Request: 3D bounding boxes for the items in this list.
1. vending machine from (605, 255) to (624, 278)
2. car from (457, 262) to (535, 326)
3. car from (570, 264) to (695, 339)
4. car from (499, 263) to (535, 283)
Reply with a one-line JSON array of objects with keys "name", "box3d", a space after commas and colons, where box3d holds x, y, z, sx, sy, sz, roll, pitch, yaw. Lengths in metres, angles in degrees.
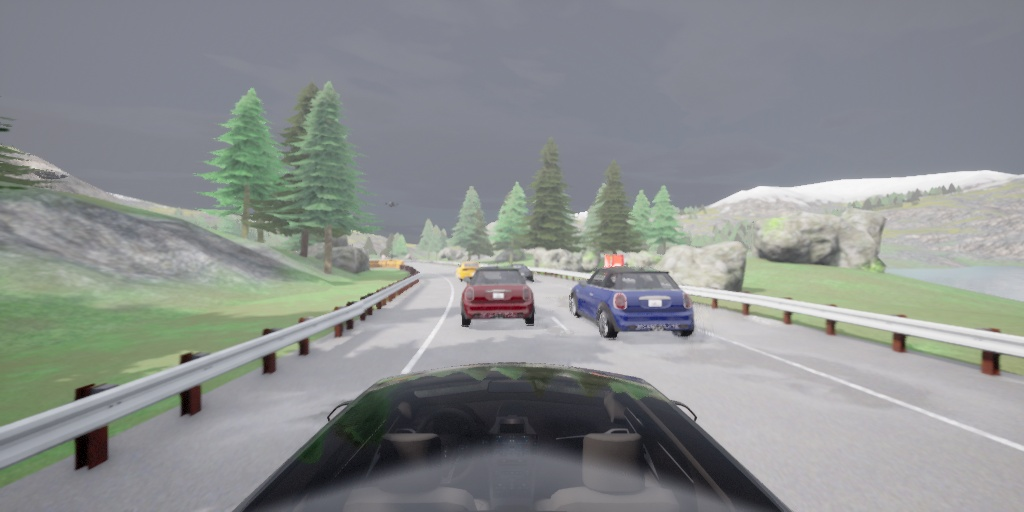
[{"name": "vending machine", "box3d": [6.482, 0.906, 22.765, 1.100, 2.100, 0.880, 0, 0, -10]}, {"name": "car", "box3d": [-0.530, 1.096, 11.870, 2.097, 1.767, 4.553, 0, 0, -4]}, {"name": "car", "box3d": [3.093, 1.084, 10.229, 2.097, 1.767, 4.553, 0, 0, -4]}, {"name": "car", "box3d": [0.307, 1.293, 28.580, 1.994, 1.385, 4.181, 0, 0, -13]}]
